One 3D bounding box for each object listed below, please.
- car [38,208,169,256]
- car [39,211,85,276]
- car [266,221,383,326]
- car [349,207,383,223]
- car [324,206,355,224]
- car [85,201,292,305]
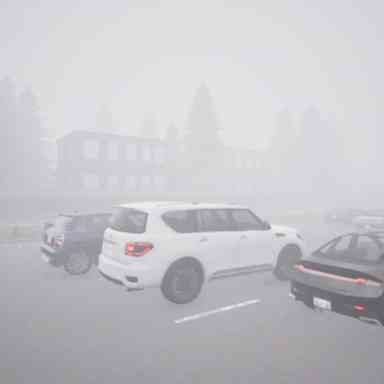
[{"bbox_3d":[-3.615,1.516,14.067,5.008,1.535,1.882,1,0,-36],"label":"car"},{"bbox_3d":[-2.324,1.384,10.691,4.553,1.767,2.097,1,0,-36],"label":"car"},{"bbox_3d":[4.009,1.544,6.610,4.902,1.511,2.128,1,0,-36],"label":"car"},{"bbox_3d":[12.287,1.768,21.119,4.718,1.301,1.895,1,0,-36],"label":"car"},{"bbox_3d":[11.875,1.746,25.125,4.181,1.385,1.994,1,0,-36],"label":"car"},{"bbox_3d":[0.498,1.261,8.404,5.566,2.045,2.150,0,0,-36],"label":"car"}]
